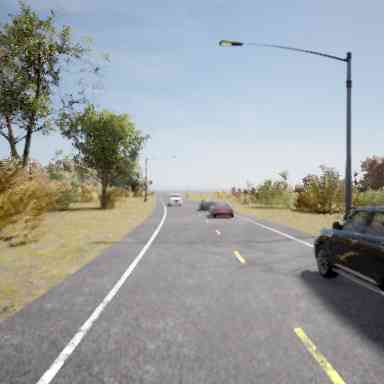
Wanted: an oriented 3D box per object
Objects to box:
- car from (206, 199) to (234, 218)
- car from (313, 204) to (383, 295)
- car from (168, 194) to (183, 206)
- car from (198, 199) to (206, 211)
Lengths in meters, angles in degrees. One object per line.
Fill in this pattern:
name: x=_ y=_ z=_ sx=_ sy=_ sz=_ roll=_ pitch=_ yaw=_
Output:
car: x=2.742 y=1.639 z=31.612 sx=1.994 sy=1.385 sz=4.181 roll=0 pitch=0 yaw=-3
car: x=4.534 y=1.260 z=7.105 sx=2.150 sy=2.045 sz=5.566 roll=0 pitch=0 yaw=0
car: x=-2.744 y=1.302 z=55.222 sx=2.150 sy=2.045 sz=5.566 roll=0 pitch=0 yaw=-6
car: x=1.925 y=1.581 z=42.829 sx=2.128 sy=1.511 sz=4.902 roll=0 pitch=0 yaw=-5
